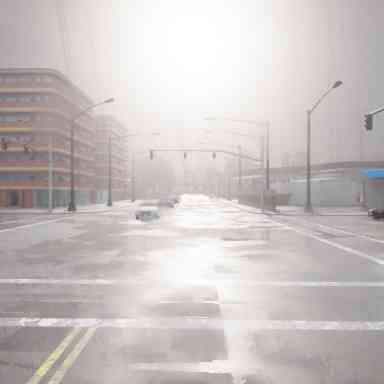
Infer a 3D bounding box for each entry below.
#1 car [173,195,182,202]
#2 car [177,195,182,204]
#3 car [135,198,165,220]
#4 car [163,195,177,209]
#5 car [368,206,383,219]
[{"bbox_3d":[-3.432,1.510,79.533,1.812,1.442,4.674,0,0,0],"label":"car"},{"bbox_3d":[-3.488,1.601,64.522,1.895,1.301,4.718,0,0,1],"label":"car"},{"bbox_3d":[-3.572,1.494,27.989,1.812,1.442,4.674,0,0,0],"label":"car"},{"bbox_3d":[-3.559,1.477,46.392,1.882,1.535,5.008,0,0,0],"label":"car"},{"bbox_3d":[16.630,1.505,26.469,4.892,1.490,1.837,0,0,0],"label":"car"}]
